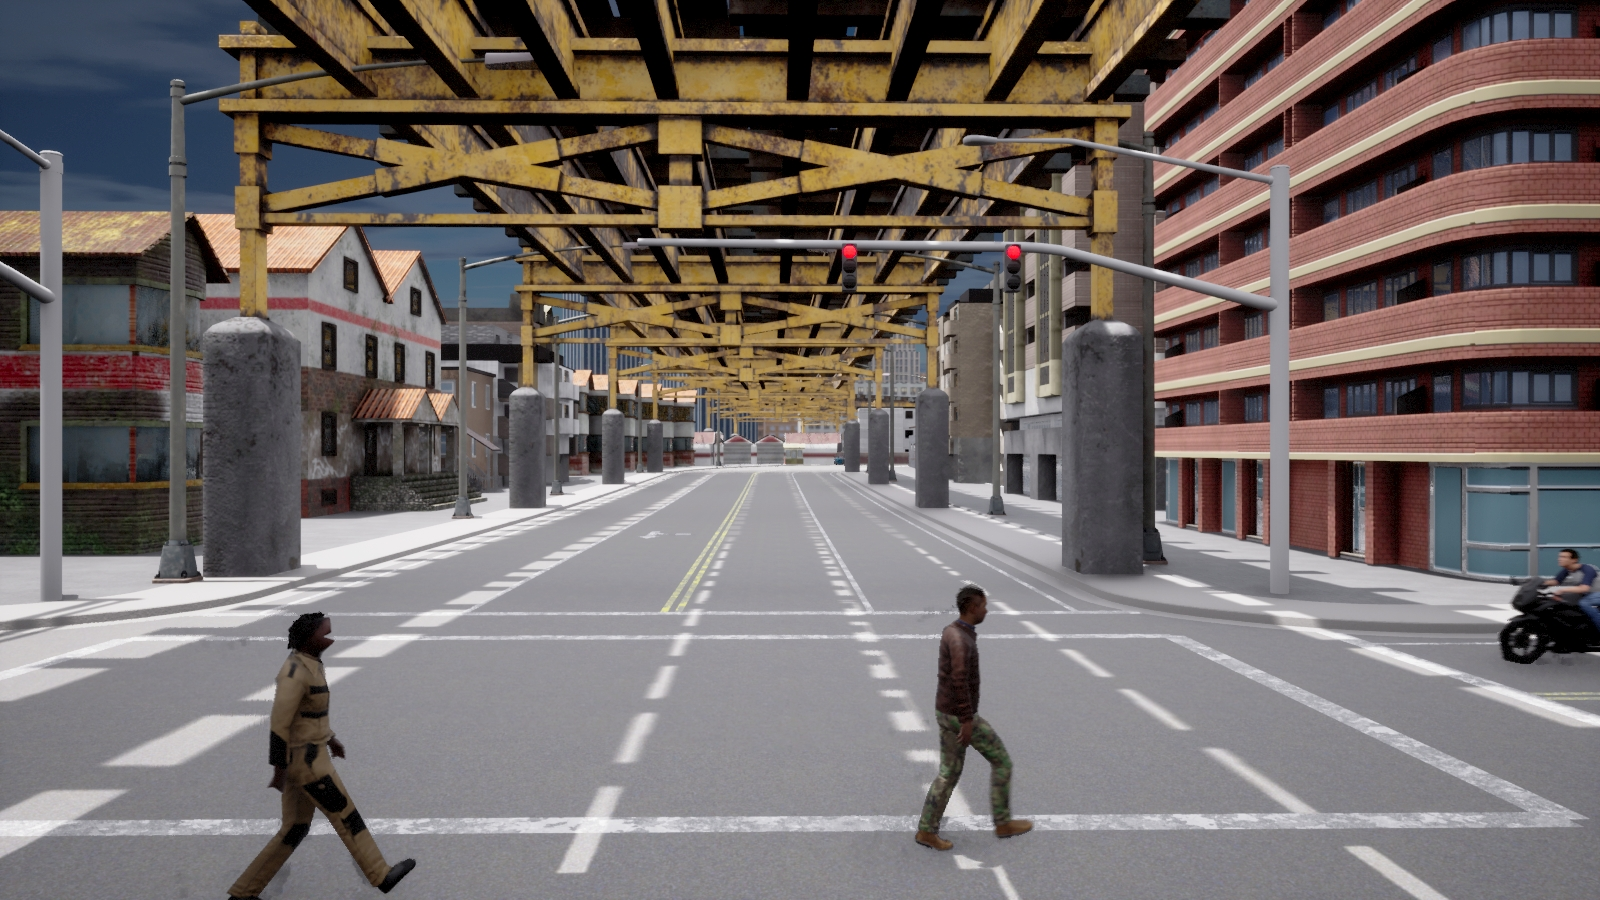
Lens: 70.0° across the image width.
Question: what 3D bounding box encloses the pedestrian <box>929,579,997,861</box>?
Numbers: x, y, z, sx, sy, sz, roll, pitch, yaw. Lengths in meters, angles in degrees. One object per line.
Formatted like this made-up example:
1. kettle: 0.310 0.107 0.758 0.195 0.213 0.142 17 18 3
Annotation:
1. pedestrian: 1.129 1.848 7.939 0.375 1.860 0.375 0 0 -8

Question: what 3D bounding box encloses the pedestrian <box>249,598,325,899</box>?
1. pedestrian: -3.068 1.848 6.855 0.375 1.860 0.375 0 0 -18

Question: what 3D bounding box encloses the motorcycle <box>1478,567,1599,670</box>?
1. motorcycle: 10.063 2.174 14.833 2.033 1.224 0.803 0 -1 1
